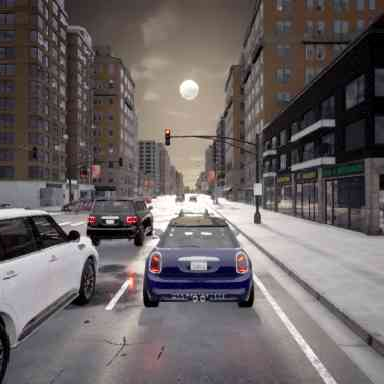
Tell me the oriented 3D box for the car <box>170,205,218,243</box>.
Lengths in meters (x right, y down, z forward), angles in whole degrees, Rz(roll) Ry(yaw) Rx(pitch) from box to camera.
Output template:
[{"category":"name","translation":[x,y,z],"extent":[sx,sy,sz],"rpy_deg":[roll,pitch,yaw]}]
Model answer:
[{"category":"car","translation":[0.113,1.494,17.182],"extent":[2.128,1.511,4.902],"rpy_deg":[0,0,1]}]

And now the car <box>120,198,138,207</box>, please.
[{"category":"car","translation":[-9.673,1.622,51.210],"extent":[1.895,1.301,4.718],"rpy_deg":[0,0,0]}]

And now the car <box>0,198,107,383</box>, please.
[{"category":"car","translation":[-3.140,1.222,4.955],"extent":[2.150,2.045,5.566],"rpy_deg":[0,0,1]}]

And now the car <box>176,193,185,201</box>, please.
[{"category":"car","translation":[-2.950,1.168,88.235],"extent":[2.150,2.045,5.566],"rpy_deg":[0,0,0]}]

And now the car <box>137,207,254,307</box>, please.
[{"category":"car","translation":[0.125,1.353,8.113],"extent":[2.097,1.767,4.553],"rpy_deg":[0,0,0]}]

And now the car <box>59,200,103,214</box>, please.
[{"category":"car","translation":[-11.931,1.576,36.009],"extent":[1.994,1.385,4.181],"rpy_deg":[0,0,32]}]

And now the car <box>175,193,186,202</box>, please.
[{"category":"car","translation":[-2.985,1.583,77.783],"extent":[2.033,1.411,5.357],"rpy_deg":[0,0,0]}]

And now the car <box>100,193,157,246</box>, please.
[{"category":"car","translation":[-3.100,1.224,15.308],"extent":[2.150,2.045,5.566],"rpy_deg":[0,0,0]}]

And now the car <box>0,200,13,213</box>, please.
[{"category":"car","translation":[-22.028,1.596,36.027],"extent":[4.313,1.339,1.947],"rpy_deg":[0,0,0]}]

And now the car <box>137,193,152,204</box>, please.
[{"category":"car","translation":[-9.538,1.255,66.739],"extent":[2.150,2.045,5.566],"rpy_deg":[0,0,1]}]

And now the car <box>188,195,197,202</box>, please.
[{"category":"car","translation":[0.267,1.568,78.185],"extent":[1.812,1.442,4.674],"rpy_deg":[0,0,0]}]

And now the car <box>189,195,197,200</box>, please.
[{"category":"car","translation":[0.300,1.496,88.193],"extent":[1.994,1.385,4.181],"rpy_deg":[0,0,0]}]
